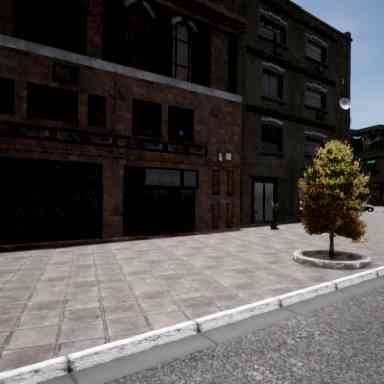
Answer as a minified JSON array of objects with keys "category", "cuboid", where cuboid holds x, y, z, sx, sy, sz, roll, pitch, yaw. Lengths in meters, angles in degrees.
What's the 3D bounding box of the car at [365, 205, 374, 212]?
[{"category":"car","cuboid":[18.692,1.568,38.151,1.947,1.339,4.313,1,-1,-18]}]
